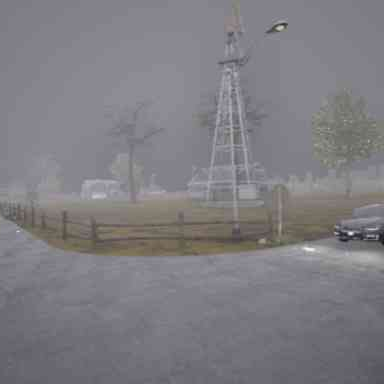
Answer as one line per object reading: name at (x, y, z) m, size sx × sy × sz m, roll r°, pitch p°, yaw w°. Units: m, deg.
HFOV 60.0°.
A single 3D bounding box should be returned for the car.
car at (7.590, 1.146, 13.238) m, size 4.892 × 1.490 × 1.837 m, roll -2°, pitch 0°, yaw -36°
